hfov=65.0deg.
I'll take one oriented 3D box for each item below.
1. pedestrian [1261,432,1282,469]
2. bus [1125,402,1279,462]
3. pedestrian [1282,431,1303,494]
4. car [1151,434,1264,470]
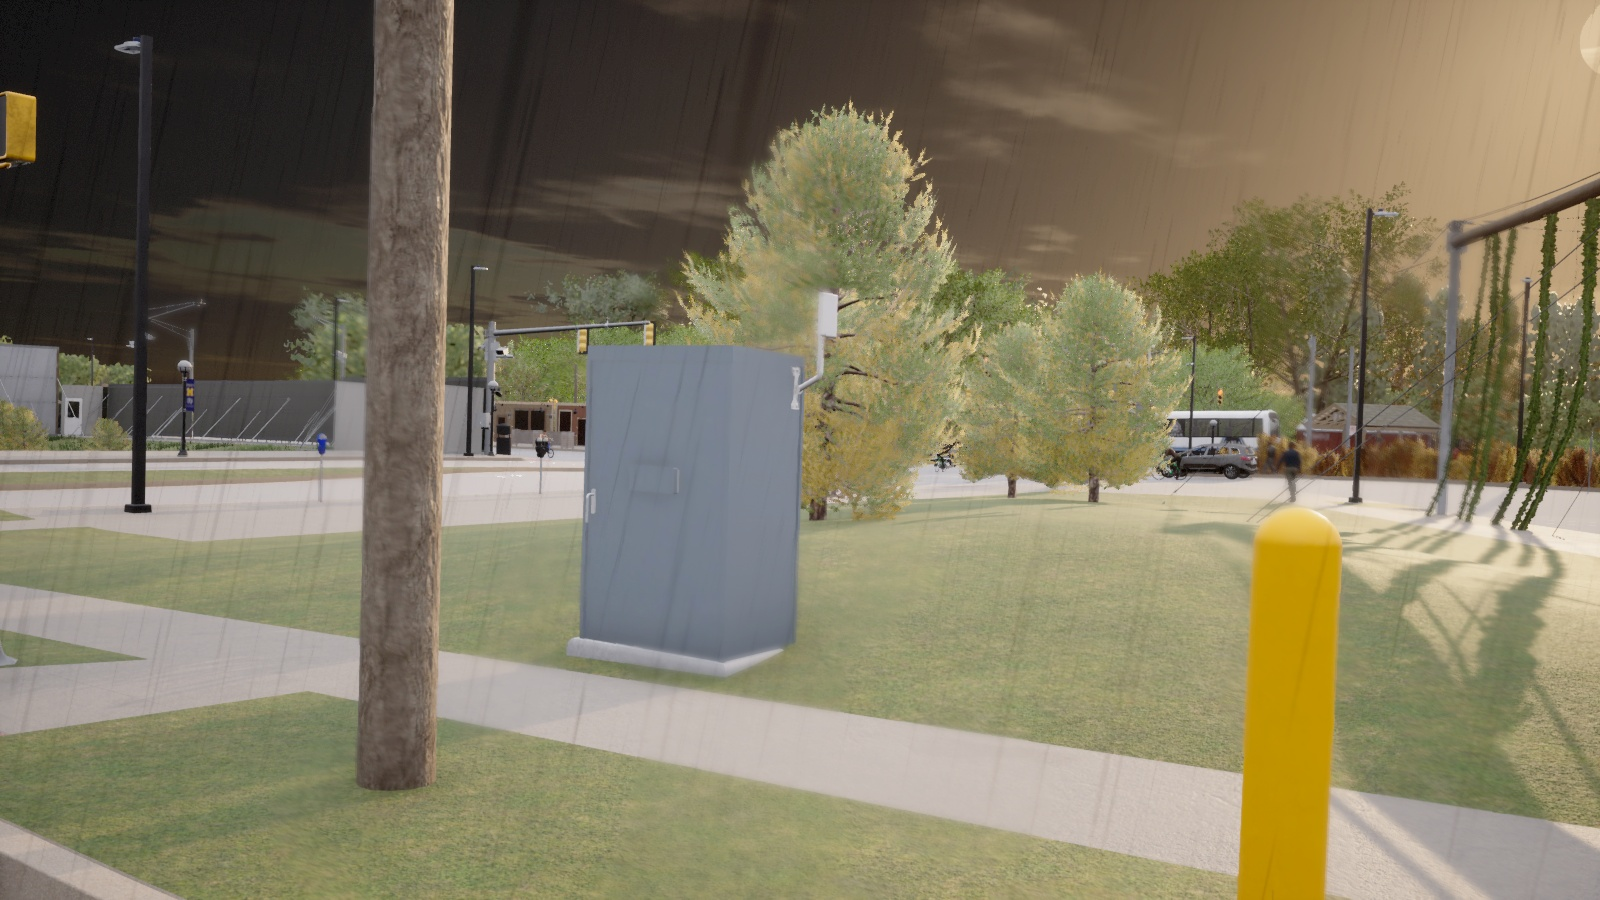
[{"bbox_3d":[24.181,0.029,64.348,0.849,1.883,0.563,2,2,34],"label":"pedestrian"},{"bbox_3d":[29.912,-1.316,93.708,10.273,4.253,3.944,0,1,35],"label":"bus"},{"bbox_3d":[14.754,0.370,37.635,0.370,1.835,0.726,1,2,8],"label":"pedestrian"},{"bbox_3d":[19.301,0.091,59.530,4.611,1.667,2.242,0,1,34],"label":"car"}]
